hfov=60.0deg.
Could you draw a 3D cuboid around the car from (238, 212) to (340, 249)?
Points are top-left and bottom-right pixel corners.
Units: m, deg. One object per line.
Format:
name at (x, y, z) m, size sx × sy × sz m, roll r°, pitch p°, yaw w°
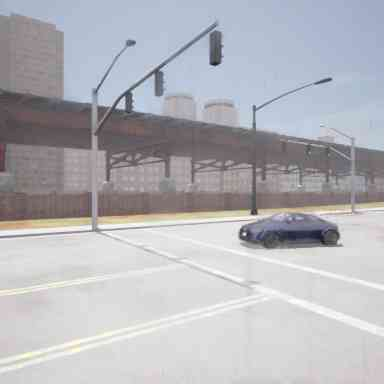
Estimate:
car at (4.104, 1.564, 14.229) m, size 4.181 × 1.385 × 1.994 m, roll 0°, pitch 0°, yaw -13°
